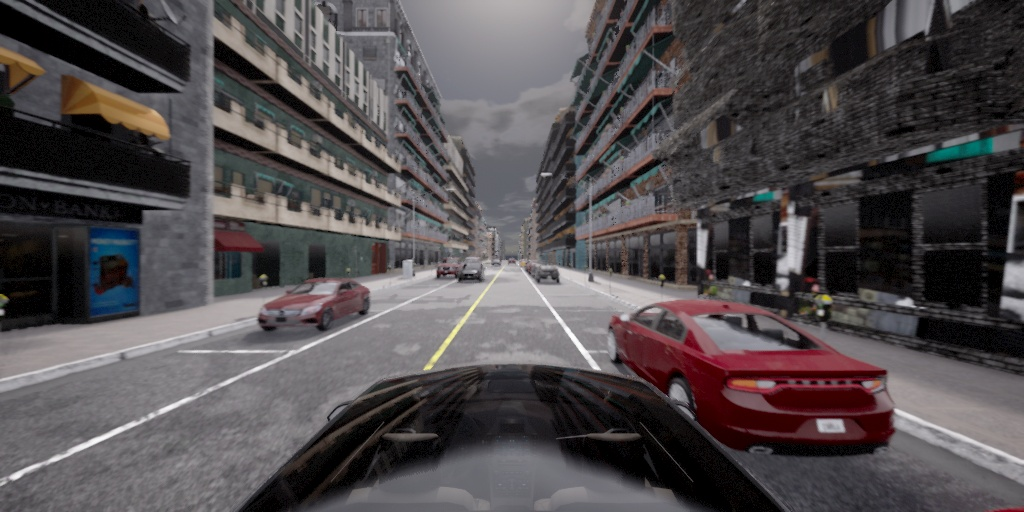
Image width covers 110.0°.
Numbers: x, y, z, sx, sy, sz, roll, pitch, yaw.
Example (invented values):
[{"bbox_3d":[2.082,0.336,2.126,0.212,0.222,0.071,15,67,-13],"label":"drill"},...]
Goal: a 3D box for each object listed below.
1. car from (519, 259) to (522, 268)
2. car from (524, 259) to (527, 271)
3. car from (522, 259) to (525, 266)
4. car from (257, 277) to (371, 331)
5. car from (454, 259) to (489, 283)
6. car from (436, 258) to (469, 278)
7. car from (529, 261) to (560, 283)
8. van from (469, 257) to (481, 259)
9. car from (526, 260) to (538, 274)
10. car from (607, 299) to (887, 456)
[{"bbox_3d":[2.326,1.242,63.690,1.801,1.575,5.366,0,0,0],"label":"car"},{"bbox_3d":[2.676,1.299,39.229,1.888,1.381,4.507,0,0,0],"label":"car"},{"bbox_3d":[2.673,1.197,44.889,1.967,1.591,4.097,0,0,0],"label":"car"},{"bbox_3d":[-5.694,1.333,10.934,1.802,1.307,4.207,0,0,0],"label":"car"},{"bbox_3d":[-3.105,1.258,28.310,1.837,1.490,4.892,0,0,0],"label":"car"},{"bbox_3d":[-5.703,1.068,33.585,2.192,1.841,5.009,0,0,0],"label":"car"},{"bbox_3d":[2.680,1.303,27.904,2.007,1.370,4.403,0,0,0],"label":"car"},{"bbox_3d":[-5.709,1.101,50.571,1.690,1.789,3.998,0,0,0],"label":"van"},{"bbox_3d":[2.678,1.304,33.567,2.007,1.370,4.403,0,0,0],"label":"car"},{"bbox_3d":[2.689,1.295,5.254,1.888,1.381,4.507,0,0,0],"label":"car"}]
